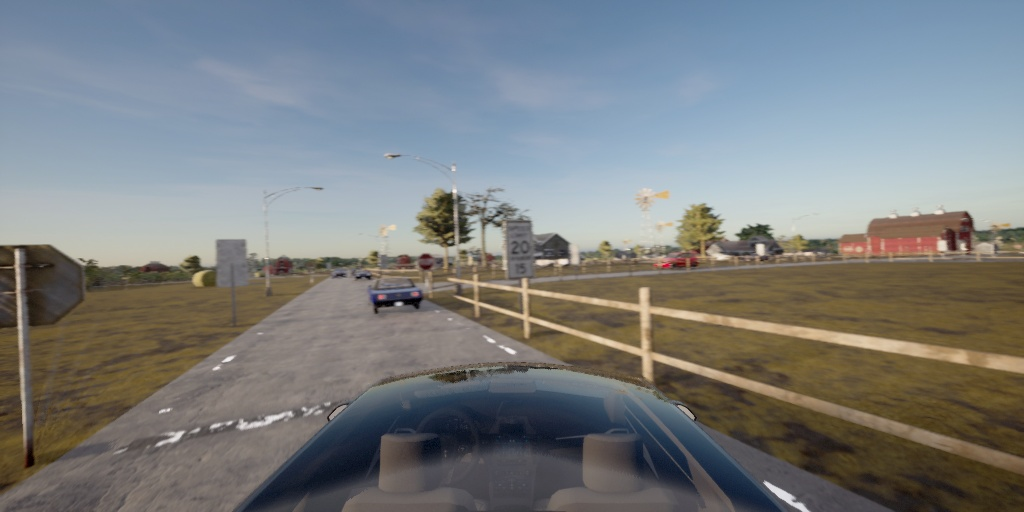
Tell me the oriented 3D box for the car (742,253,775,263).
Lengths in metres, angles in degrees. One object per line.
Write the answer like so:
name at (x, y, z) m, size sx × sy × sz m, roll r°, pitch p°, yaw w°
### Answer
car at (33.445, 0.257, 48.714) m, size 4.718 × 1.301 × 1.895 m, roll -1°, pitch 0°, yaw -25°

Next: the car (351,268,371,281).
car at (-19.050, 2.403, 45.684) m, size 1.895 × 1.301 × 4.718 m, roll -3°, pitch -1°, yaw -25°

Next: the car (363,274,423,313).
car at (-5.267, 1.594, 15.766) m, size 1.895 × 1.301 × 4.718 m, roll -3°, pitch 0°, yaw -25°

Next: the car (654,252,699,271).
car at (19.461, 0.621, 42.349) m, size 5.566 × 2.045 × 2.150 m, roll -2°, pitch 0°, yaw -25°

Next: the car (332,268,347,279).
car at (-27.773, 2.700, 57.734) m, size 2.097 × 1.767 × 4.553 m, roll -3°, pitch -1°, yaw -24°
